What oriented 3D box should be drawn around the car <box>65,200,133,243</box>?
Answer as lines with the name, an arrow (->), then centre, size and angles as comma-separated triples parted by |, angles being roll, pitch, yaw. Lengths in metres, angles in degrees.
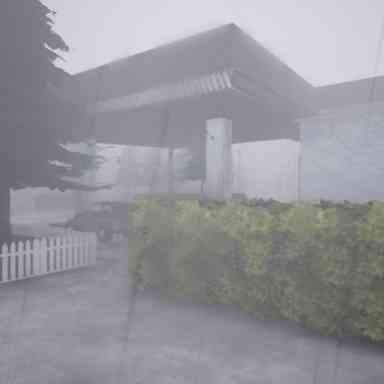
car -> -4.332, 1.337, 16.205 | 3.866, 1.878, 1.905 | 0, 0, 35
